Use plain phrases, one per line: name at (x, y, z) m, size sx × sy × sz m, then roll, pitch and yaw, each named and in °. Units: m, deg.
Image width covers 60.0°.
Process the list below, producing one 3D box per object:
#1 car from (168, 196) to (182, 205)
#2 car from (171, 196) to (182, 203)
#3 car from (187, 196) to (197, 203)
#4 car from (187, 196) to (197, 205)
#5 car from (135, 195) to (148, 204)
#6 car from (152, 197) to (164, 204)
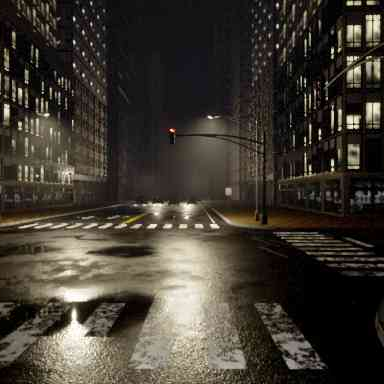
car at (-3.249, 1.647, 59.658) m, size 2.033 × 1.411 × 5.357 m, roll 0°, pitch 0°, yaw 0°
car at (-3.249, 1.522, 70.077) m, size 1.994 × 1.385 × 4.181 m, roll 0°, pitch 0°, yaw 0°
car at (0.001, 1.583, 70.523) m, size 1.895 × 1.301 × 4.718 m, roll 0°, pitch 0°, yaw 0°
car at (0.001, 1.648, 60.075) m, size 2.033 × 1.411 × 5.357 m, roll 0°, pitch 0°, yaw 0°
car at (-9.749, 1.468, 64.274) m, size 2.097 × 1.767 × 4.553 m, roll 0°, pitch 0°, yaw 0°
car at (-6.499, 1.680, 64.243) m, size 1.994 × 1.385 × 4.181 m, roll 0°, pitch 0°, yaw 0°
